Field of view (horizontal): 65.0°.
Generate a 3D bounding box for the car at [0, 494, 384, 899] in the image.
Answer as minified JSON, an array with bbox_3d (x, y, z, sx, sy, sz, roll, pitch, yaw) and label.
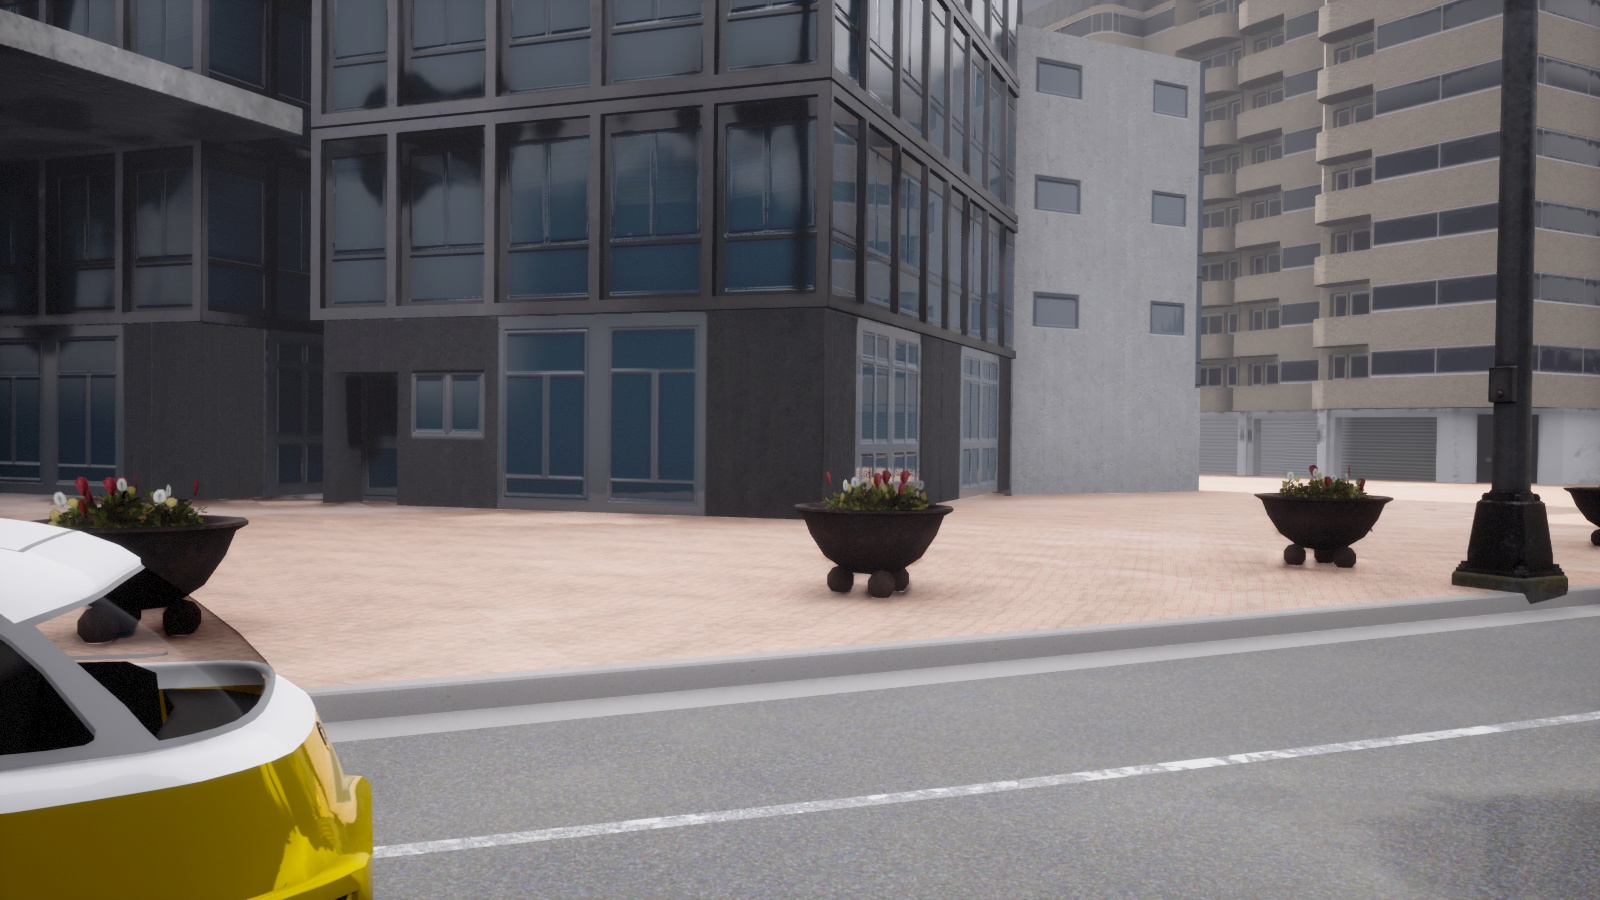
[{"bbox_3d":[-2.010,0.834,2.517,2.207,1.376,1.481,-1,1,-19],"label":"car"}]
